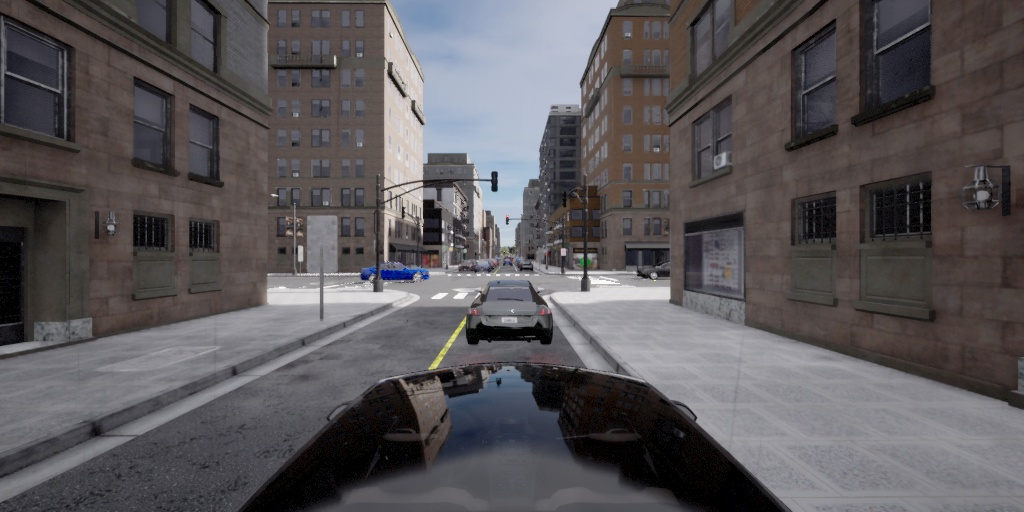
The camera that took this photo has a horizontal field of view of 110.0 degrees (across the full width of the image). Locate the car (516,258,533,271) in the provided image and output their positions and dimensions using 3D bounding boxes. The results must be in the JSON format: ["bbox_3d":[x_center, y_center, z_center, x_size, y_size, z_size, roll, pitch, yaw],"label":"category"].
[{"bbox_3d":[1.931,1.356,48.602,1.948,1.339,4.313,0,0,0],"label":"car"}]

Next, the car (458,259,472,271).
[{"bbox_3d":[-6.094,1.230,48.543,1.967,1.591,4.097,0,0,0],"label":"car"}]

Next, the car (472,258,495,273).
[{"bbox_3d":[-3.546,1.310,44.589,1.812,1.442,4.674,0,0,1],"label":"car"}]

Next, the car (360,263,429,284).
[{"bbox_3d":[-8.833,1.254,27.195,5.008,1.535,1.882,0,0,-14],"label":"car"}]

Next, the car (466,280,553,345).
[{"bbox_3d":[-0.064,1.314,9.532,1.994,1.385,4.181,0,0,0],"label":"car"}]

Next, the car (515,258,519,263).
[{"bbox_3d":[1.848,1.392,59.625,1.802,1.307,4.207,0,0,0],"label":"car"}]

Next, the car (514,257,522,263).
[{"bbox_3d":[1.807,1.387,65.135,1.948,1.339,4.313,0,0,0],"label":"car"}]

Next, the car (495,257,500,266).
[{"bbox_3d":[-3.634,1.297,64.220,1.882,1.535,5.008,0,0,0],"label":"car"}]

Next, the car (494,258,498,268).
[{"bbox_3d":[-3.591,1.348,54.268,2.033,1.411,5.357,0,0,0],"label":"car"}]

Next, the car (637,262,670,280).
[{"bbox_3d":[12.956,1.201,29.967,4.892,1.490,1.837,0,0,-1],"label":"car"}]
